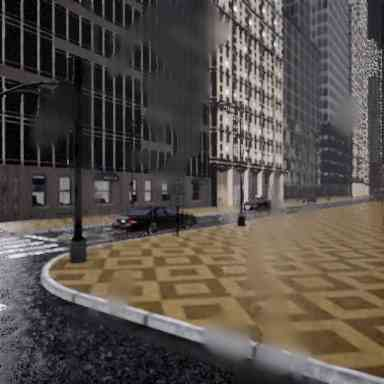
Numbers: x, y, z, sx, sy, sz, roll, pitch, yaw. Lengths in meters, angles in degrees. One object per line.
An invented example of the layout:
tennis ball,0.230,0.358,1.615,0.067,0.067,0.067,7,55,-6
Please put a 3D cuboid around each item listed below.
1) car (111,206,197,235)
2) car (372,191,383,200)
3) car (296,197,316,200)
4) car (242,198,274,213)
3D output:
car,-1.910,1.491,18.476,2.033,1.411,5.357,0,0,37
car,46.312,1.210,83.162,2.128,1.511,4.902,0,0,37
car,16.634,1.025,48.372,2.128,1.511,4.902,0,0,37
car,7.111,1.386,35.751,2.128,1.511,4.902,0,0,37
